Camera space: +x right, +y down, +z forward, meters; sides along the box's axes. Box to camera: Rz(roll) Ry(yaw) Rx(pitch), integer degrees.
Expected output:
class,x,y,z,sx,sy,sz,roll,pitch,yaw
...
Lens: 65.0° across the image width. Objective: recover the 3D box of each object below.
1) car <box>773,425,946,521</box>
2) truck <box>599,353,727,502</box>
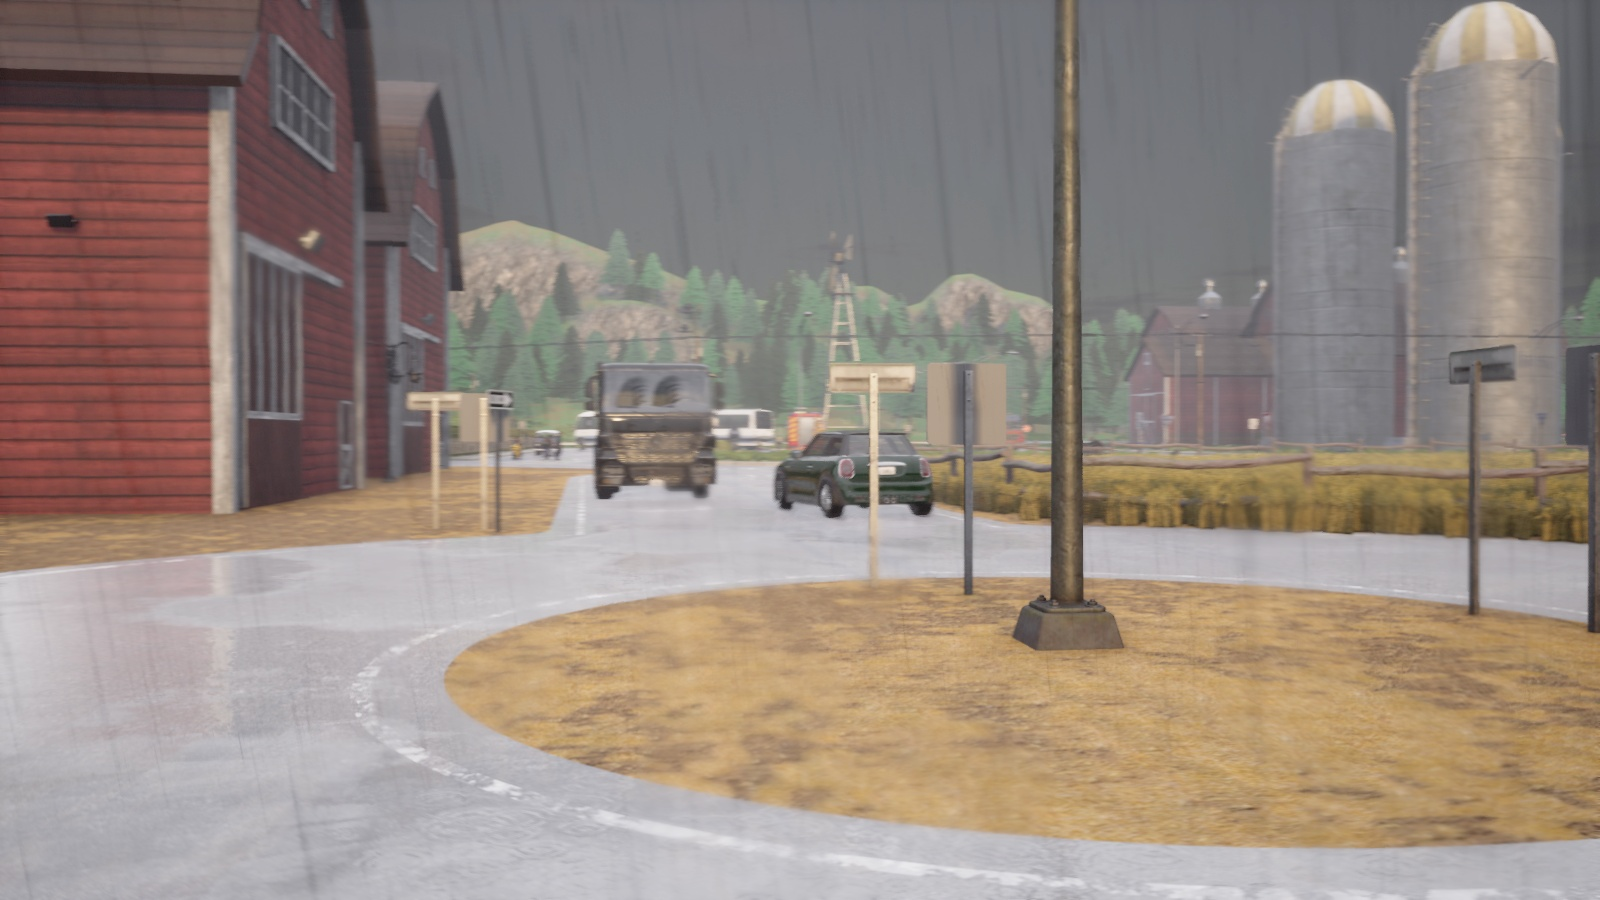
class,x,y,z,sx,sy,sz,roll,pitch,yaw
car,1.081,0.393,25.500,2.097,1.767,4.553,0,1,-17
truck,-3.832,-0.565,33.382,2.891,3.462,7.936,0,1,-10
